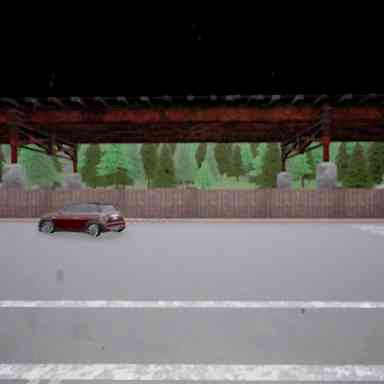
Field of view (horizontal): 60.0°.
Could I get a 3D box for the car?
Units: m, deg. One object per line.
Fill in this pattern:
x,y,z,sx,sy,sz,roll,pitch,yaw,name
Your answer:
-5.916,1.342,17.750,4.553,1.767,2.097,0,1,22,car
